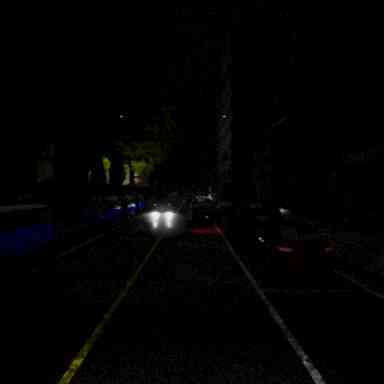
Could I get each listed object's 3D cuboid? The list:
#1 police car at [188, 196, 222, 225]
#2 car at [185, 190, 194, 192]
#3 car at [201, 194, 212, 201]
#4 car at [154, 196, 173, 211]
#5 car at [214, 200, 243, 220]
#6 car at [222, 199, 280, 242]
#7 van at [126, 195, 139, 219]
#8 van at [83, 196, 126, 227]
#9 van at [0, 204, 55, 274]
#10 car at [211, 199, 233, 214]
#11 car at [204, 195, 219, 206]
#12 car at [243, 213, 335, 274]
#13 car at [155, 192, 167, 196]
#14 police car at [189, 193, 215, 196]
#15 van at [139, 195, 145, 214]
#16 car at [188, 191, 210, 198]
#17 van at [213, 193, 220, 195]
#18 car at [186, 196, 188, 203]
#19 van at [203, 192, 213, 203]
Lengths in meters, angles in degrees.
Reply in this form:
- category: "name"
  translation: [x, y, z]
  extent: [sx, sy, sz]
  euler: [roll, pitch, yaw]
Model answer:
- category: "police car"
  translation: [0.902, 1.298, 22.818]
  extent: [1.930, 1.638, 5.238]
  euler: [0, 0, 0]
- category: "car"
  translation: [0.008, 0.928, 73.260]
  extent: [2.128, 1.511, 4.902]
  euler: [0, 0, 0]
- category: "car"
  translation: [2.863, 1.145, 66.698]
  extent: [1.947, 1.339, 4.313]
  euler: [0, 0, 0]
- category: "car"
  translation: [-3.092, 1.387, 36.622]
  extent: [1.895, 1.301, 4.718]
  euler: [0, 0, 0]
- category: "car"
  translation: [2.858, 1.392, 27.075]
  extent: [1.887, 1.381, 4.507]
  euler: [0, 0, 0]
- category: "car"
  translation: [2.855, 1.229, 15.753]
  extent: [2.192, 1.841, 5.009]
  euler: [0, 0, 0]
- category: "van"
  translation: [-5.668, 1.188, 27.050]
  extent: [1.690, 1.788, 3.998]
  euler: [0, 0, 0]
- category: "van"
  translation: [-5.668, 1.222, 21.392]
  extent: [1.690, 1.788, 3.998]
  euler: [0, 0, 0]
- category: "van"
  translation: [-5.670, 1.287, 10.076]
  extent: [1.690, 1.788, 3.998]
  euler: [0, 0, 0]
- category: "car"
  translation: [2.859, 1.393, 32.736]
  extent: [1.802, 1.307, 4.206]
  euler: [0, 0, 0]
- category: "car"
  translation: [2.861, 1.244, 49.717]
  extent: [1.887, 1.381, 4.507]
  euler: [0, 0, 0]
- category: "car"
  translation: [2.856, 1.528, 10.094]
  extent: [1.802, 1.307, 4.206]
  euler: [0, 0, 0]
- category: "car"
  translation: [-5.663, 0.935, 60.997]
  extent: [2.192, 1.841, 5.009]
  euler: [0, 0, 0]
- category: "police car"
  translation: [0.903, 1.236, 32.817]
  extent: [1.930, 1.638, 5.238]
  euler: [0, 0, 0]
- category: "van"
  translation: [-5.667, 1.153, 32.708]
  extent: [1.690, 1.788, 3.998]
  euler: [0, 0, 0]
- category: "car"
  translation: [0.903, 1.124, 38.676]
  extent: [2.097, 1.767, 4.553]
  euler: [0, 0, 0]
- category: "van"
  translation: [2.860, 1.079, 44.055]
  extent: [1.690, 1.788, 3.998]
  euler: [0, 0, 0]
- category: "car"
  translation: [0.006, 1.205, 58.156]
  extent: [1.994, 1.385, 4.181]
  euler: [0, 0, 0]
- category: "van"
  translation: [2.862, 0.961, 61.036]
  extent: [1.690, 1.788, 3.998]
  euler: [0, 0, 0]
